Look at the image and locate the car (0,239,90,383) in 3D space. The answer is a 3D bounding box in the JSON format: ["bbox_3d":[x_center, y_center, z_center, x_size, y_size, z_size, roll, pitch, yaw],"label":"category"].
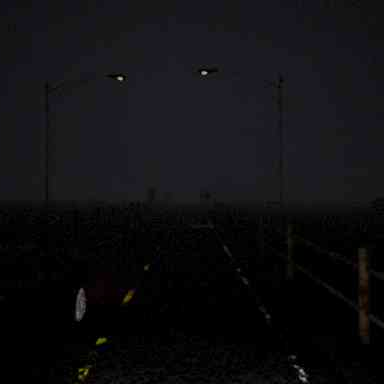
[{"bbox_3d":[-2.853,1.498,4.286,1.882,1.535,5.008,0,0,0],"label":"car"}]
